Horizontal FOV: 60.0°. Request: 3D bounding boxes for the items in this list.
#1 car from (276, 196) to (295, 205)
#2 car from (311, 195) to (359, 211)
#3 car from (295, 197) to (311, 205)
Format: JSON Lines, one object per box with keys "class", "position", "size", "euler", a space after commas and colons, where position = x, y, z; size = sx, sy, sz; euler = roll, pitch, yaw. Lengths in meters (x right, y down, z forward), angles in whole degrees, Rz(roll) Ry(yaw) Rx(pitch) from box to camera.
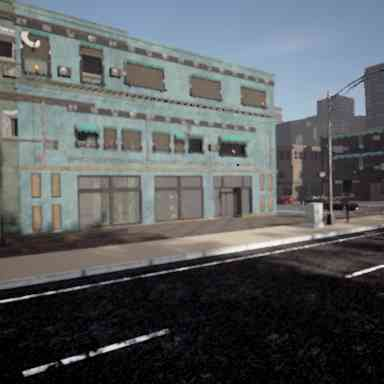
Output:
{"class": "car", "position": [14.093, 1.266, 51.188], "size": [1.802, 1.307, 4.206], "euler": [-3, 1, -35]}
{"class": "car", "position": [15.217, 1.308, 34.951], "size": [1.947, 1.339, 4.313], "euler": [-3, 1, -35]}
{"class": "car", "position": [17.302, 1.172, 46.678], "size": [2.008, 1.369, 4.403], "euler": [-3, 1, -35]}
